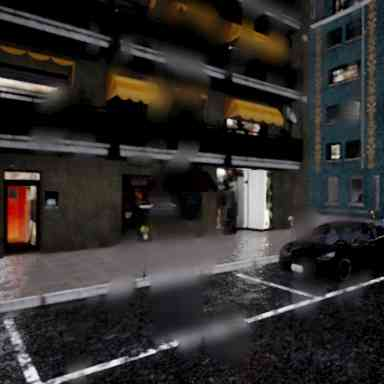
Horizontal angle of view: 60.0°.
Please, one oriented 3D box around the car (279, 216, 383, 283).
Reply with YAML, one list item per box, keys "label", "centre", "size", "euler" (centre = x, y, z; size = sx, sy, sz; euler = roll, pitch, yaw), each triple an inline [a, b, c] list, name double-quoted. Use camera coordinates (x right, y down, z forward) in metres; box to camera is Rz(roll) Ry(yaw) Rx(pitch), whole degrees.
- label: "car"
  centre: [4.452, 1.560, 9.724]
  size: [4.313, 1.339, 1.947]
  euler: [0, 1, -35]
